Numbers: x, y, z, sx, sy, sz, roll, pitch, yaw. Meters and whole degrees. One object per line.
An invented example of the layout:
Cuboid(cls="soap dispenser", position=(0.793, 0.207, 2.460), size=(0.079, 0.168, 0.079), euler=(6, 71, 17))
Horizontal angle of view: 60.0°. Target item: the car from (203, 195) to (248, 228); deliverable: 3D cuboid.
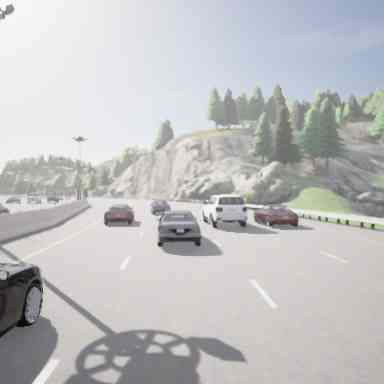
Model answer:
Cuboid(cls="car", position=(2.091, 1.201, 22.342), size=(2.150, 2.045, 5.566), euler=(0, 0, -7))

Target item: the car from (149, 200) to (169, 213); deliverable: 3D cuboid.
Cuboid(cls="car", position=(-3.319, 1.528, 34.289), size=(2.033, 1.411, 5.357), euler=(0, 0, -11))

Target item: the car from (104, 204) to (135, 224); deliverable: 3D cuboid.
Cuboid(cls="car", position=(-5.276, 1.555, 24.493), size=(1.994, 1.385, 4.181), euler=(0, 0, -8))

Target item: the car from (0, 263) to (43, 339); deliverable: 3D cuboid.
Cuboid(cls="car", position=(-3.548, 1.481, 3.951), size=(1.882, 1.535, 5.008), euler=(0, 0, -1))

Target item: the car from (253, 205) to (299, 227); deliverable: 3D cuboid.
Cuboid(cls="car", position=(5.555, 1.537, 22.558), size=(1.994, 1.385, 4.181), euler=(0, 0, -7))

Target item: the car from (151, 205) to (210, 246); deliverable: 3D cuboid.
Cuboid(cls="car", position=(-0.667, 1.537, 15.293), size=(2.033, 1.411, 5.357), euler=(0, 0, -5))
